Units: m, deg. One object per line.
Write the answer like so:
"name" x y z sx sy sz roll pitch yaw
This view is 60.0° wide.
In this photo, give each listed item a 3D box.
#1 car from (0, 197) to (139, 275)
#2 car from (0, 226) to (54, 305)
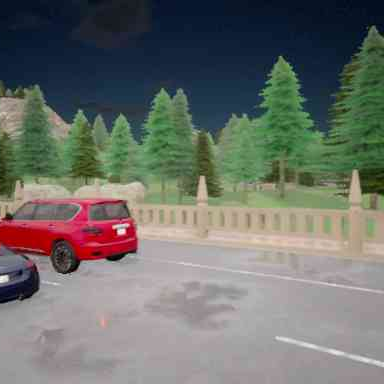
"car" -4.277 1.196 10.584 5.566 2.045 2.150 0 0 30
"car" -5.172 1.552 6.989 4.181 1.385 1.994 0 0 31
